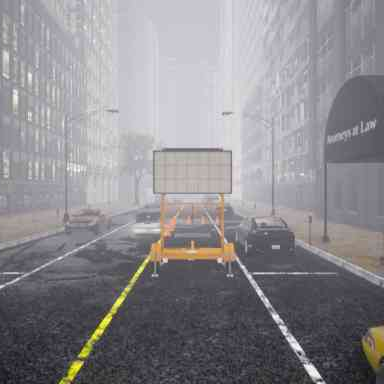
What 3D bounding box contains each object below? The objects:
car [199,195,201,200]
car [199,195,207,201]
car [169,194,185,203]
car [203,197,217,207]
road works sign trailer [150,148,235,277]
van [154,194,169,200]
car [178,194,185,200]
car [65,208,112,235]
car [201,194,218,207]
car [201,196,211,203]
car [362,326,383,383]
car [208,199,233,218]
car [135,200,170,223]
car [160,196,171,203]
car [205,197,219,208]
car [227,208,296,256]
[{"bbox_3d":[2.810,1.287,58.521,2.192,1.841,5.009,0,0,0],"label":"car"},{"bbox_3d":[2.874,1.463,87.183,1.752,1.417,4.829,0,0,0],"label":"car"},{"bbox_3d":[-2.891,1.528,65.772,1.994,1.385,4.181,0,0,1],"label":"car"},{"bbox_3d":[2.799,1.522,52.822,1.887,1.381,4.507,0,0,0],"label":"car"},{"bbox_3d":[0.019,0.462,10.228,2.380,3.560,2.880,0,0,0],"label":"road works sign trailer"},{"bbox_3d":[-5.571,1.313,58.544,1.690,1.788,3.998,0,0,0],"label":"van"},{"bbox_3d":[-2.806,1.349,90.234,1.837,1.490,4.892,0,0,0],"label":"car"},{"bbox_3d":[-5.656,1.578,18.658,1.802,1.307,4.206,0,0,0],"label":"car"},{"bbox_3d":[2.785,1.297,47.124,2.192,1.841,5.009,0,0,0],"label":"car"},{"bbox_3d":[2.836,1.505,69.917,1.887,1.381,4.507,0,0,0],"label":"car"},{"bbox_3d":[2.687,1.525,1.711,1.752,1.417,4.829,0,0,0],"label":"car"},{"bbox_3d":[2.749,1.558,30.030,1.947,1.339,4.313,0,0,0],"label":"car"},{"bbox_3d":[-3.046,1.558,25.349,1.994,1.385,4.181,0,0,0],"label":"car"},{"bbox_3d":[-5.544,1.511,69.938,2.008,1.369,4.403,0,0,0],"label":"car"},{"bbox_3d":[2.762,1.534,35.728,1.887,1.381,4.507,0,0,0],"label":"car"},{"bbox_3d":[2.712,1.548,12.935,2.008,1.369,4.403,0,0,0],"label":"car"}]
